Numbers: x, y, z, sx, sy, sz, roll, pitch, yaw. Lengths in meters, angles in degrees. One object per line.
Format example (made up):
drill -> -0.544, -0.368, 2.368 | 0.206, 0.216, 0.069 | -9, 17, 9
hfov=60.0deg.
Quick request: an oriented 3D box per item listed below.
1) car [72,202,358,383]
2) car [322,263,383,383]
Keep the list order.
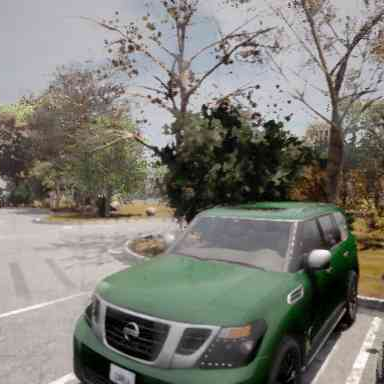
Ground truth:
car -> 1.013, 1.218, 5.069 | 2.435, 2.045, 5.566 | 0, 0, 35
car -> 3.199, 1.485, 3.539 | 2.231, 1.521, 4.892 | 0, 0, 35
